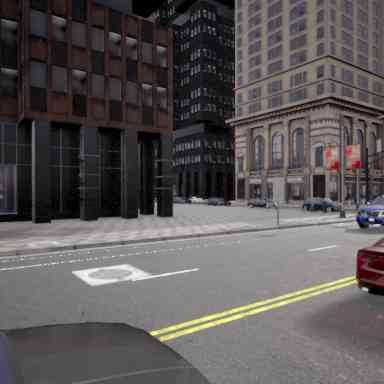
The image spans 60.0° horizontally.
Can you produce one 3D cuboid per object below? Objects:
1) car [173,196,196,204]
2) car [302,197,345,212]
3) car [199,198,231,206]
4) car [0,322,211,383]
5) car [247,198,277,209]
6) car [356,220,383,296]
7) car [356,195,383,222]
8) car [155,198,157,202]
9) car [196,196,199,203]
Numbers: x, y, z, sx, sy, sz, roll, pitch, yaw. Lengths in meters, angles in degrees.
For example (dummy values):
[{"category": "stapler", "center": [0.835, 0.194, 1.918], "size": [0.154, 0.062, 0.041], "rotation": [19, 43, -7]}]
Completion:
[{"category": "car", "center": [-2.128, 1.608, 62.138], "size": [2.033, 1.411, 5.357], "rotation": [0, 0, -35]}, {"category": "car", "center": [14.948, 1.376, 37.897], "size": [2.097, 1.767, 4.553], "rotation": [0, 0, -35]}, {"category": "car", "center": [3.982, 1.593, 53.429], "size": [2.033, 1.411, 5.357], "rotation": [0, 0, -35]}, {"category": "car", "center": [-2.334, 1.547, 1.779], "size": [5.357, 1.411, 2.033], "rotation": [0, 0, -35]}, {"category": "car", "center": [9.673, 1.525, 45.363], "size": [2.128, 1.511, 4.902], "rotation": [0, 0, -35]}, {"category": "car", "center": [5.681, 1.477, 7.494], "size": [5.008, 1.535, 1.882], "rotation": [0, 0, -36]}, {"category": "car", "center": [12.446, 1.221, 20.541], "size": [5.566, 2.045, 2.150], "rotation": [0, 0, -36]}, {"category": "car", "center": [-6.703, 1.595, 73.909], "size": [2.128, 1.511, 4.902], "rotation": [0, 0, -35]}, {"category": "car", "center": [0.272, 1.577, 64.212], "size": [1.812, 1.442, 4.674], "rotation": [0, 0, -35]}]
